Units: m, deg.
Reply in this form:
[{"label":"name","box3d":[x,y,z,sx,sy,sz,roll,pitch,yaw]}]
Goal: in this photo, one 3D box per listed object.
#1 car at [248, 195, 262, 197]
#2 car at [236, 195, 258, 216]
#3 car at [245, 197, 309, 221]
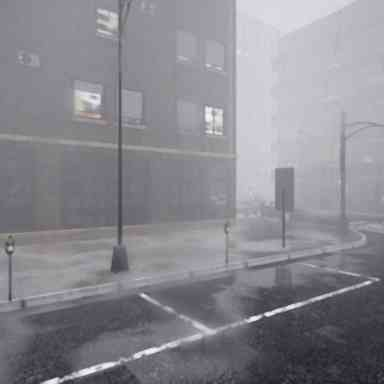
[{"label":"car","box3d":[6.614,1.066,38.263,1.967,1.590,4.097,1,0,-36]},{"label":"car","box3d":[3.216,1.227,28.711,1.752,1.417,4.829,1,0,-36]},{"label":"car","box3d":[6.403,1.328,24.355,2.008,1.369,4.403,1,0,-36]}]
